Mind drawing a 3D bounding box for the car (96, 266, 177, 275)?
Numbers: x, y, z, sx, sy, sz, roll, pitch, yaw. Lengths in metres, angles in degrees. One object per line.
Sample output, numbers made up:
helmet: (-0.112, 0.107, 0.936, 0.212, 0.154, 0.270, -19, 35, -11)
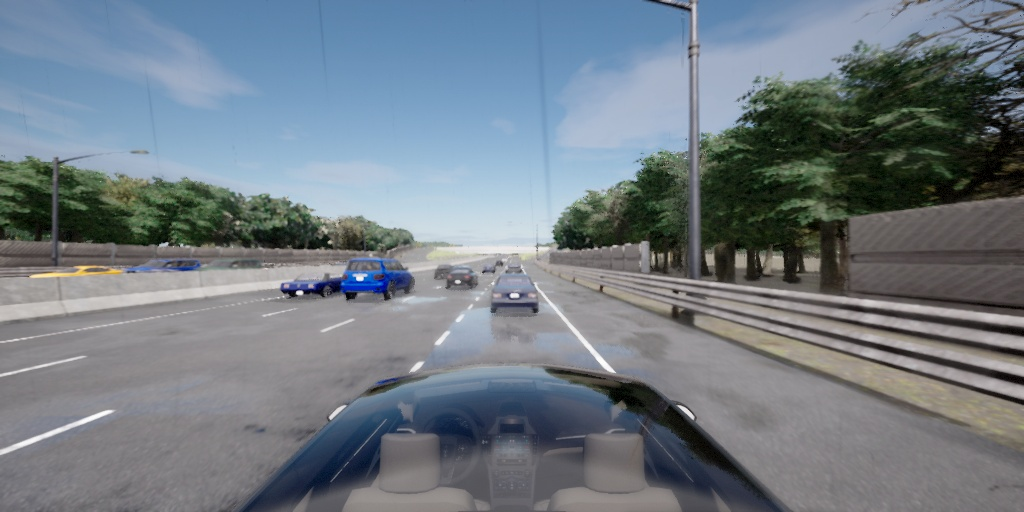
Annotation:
car: (-24.569, 1.590, 24.484, 1.895, 1.301, 4.718, 0, -1, 0)

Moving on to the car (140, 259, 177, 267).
car: (-28.048, 1.261, 29.027, 2.150, 2.045, 5.566, 0, -1, 0)

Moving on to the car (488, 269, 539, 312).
car: (0.103, 1.434, 14.853, 2.033, 1.411, 5.357, 0, -1, 0)

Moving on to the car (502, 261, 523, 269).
car: (0.216, 1.649, 41.192, 2.128, 1.511, 4.902, 0, -1, 0)

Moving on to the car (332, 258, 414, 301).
car: (-6.888, 1.151, 18.929, 2.150, 2.045, 5.566, 0, -1, 0)

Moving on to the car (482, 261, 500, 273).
car: (-3.293, 1.813, 52.708, 2.033, 1.411, 5.357, 0, 0, 1)

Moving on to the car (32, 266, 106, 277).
car: (-31.560, 1.487, 26.318, 1.882, 1.535, 5.008, 0, -1, 0)

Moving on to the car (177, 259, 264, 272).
car: (-21.061, 1.235, 26.702, 2.150, 2.045, 5.566, 0, -1, 0)

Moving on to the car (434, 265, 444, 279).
car: (-6.808, 1.624, 37.384, 1.837, 1.490, 4.892, 0, -1, 0)

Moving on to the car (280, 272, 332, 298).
car: (-10.385, 1.540, 19.765, 1.895, 1.301, 4.718, 0, -1, 0)

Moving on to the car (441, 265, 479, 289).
car: (-3.468, 1.522, 25.417, 1.812, 1.442, 4.674, 0, -1, 0)
